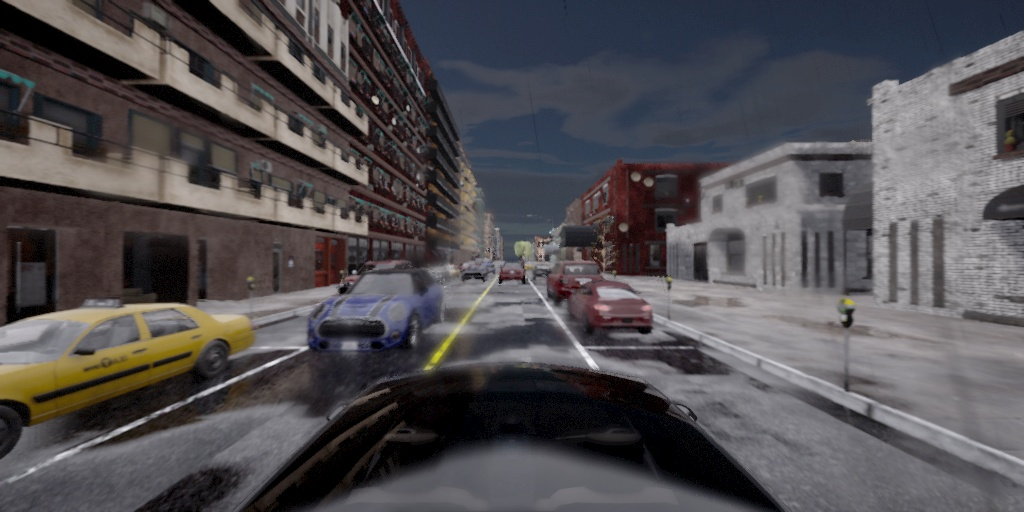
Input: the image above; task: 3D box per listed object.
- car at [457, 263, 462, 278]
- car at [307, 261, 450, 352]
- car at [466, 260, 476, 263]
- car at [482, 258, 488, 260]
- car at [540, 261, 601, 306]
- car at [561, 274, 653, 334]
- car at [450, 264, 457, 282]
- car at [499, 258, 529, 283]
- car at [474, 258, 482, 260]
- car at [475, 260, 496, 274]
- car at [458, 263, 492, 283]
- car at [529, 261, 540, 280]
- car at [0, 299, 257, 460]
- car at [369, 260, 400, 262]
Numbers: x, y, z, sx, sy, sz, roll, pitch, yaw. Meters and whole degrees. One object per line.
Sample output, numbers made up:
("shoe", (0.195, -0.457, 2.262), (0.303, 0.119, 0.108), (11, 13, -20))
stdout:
("car", (-5.693, 1.407, 32.417), (1.751, 1.417, 4.829), (0, 0, 0))
("car", (-3.096, 1.130, 9.108), (2.097, 1.767, 4.553), (0, 0, 0))
("car", (-5.694, 1.481, 43.666), (1.888, 1.381, 4.507), (0, 0, 0))
("car", (-5.695, 1.336, 60.284), (2.192, 1.841, 5.009), (0, 0, 0))
("car", (2.689, 1.122, 15.972), (2.192, 1.841, 5.009), (0, 0, 0))
("car", (2.689, 1.366, 10.433), (1.802, 1.307, 4.207), (0, 0, 0))
("car", (-5.693, 1.407, 27.048), (2.007, 1.370, 4.403), (0, 0, 0))
("car", (0.034, 1.217, 29.146), (2.097, 1.767, 4.553), (0, 0, 0))
("car", (-5.694, 1.403, 49.205), (1.967, 1.591, 4.097), (0, 0, 0))
("car", (-3.010, 1.500, 43.561), (1.994, 1.385, 4.181), (0, 0, 0))
("car", (-3.007, 1.470, 29.867), (1.895, 1.301, 4.718), (0, 0, 0))
("car", (2.688, 1.432, 32.589), (2.007, 1.370, 4.403), (0, 0, 0))
("car", (-5.691, 1.288, 4.722), (1.751, 1.417, 4.829), (0, 0, 0))
("car", (-5.692, 1.123, 15.971), (2.192, 1.841, 5.009), (0, 0, 0))
